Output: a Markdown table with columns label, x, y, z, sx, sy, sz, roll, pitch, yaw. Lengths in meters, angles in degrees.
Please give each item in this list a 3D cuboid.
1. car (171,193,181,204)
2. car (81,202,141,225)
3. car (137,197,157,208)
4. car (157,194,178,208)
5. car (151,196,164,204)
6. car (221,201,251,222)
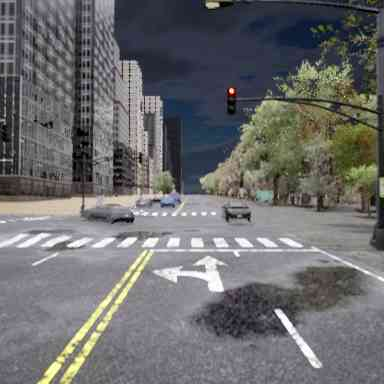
| label | x | y | z | sx | sy | sz | roll | pitch | yaw |
| --- | --- | --- | --- | --- | --- | --- | --- | --- | --- |
| car | -3.300 | 1.168 | 64.339 | 2.150 | 2.045 | 5.566 | 0 | 0 | 1 |
| car | -6.145 | 1.537 | 24.155 | 4.181 | 1.385 | 1.994 | 2 | -2 | 36 |
| car | -6.601 | 1.451 | 46.711 | 2.128 | 1.511 | 4.902 | 0 | 0 | 0 |
| car | -3.351 | 1.438 | 46.704 | 1.882 | 1.535 | 5.008 | 0 | 1 | 0 |
| car | -6.553 | 1.546 | 63.873 | 1.895 | 1.301 | 4.718 | 0 | 0 | 1 |
| car | 3.357 | 1.435 | 25.815 | 2.128 | 1.511 | 4.902 | 1 | 1 | 0 |
